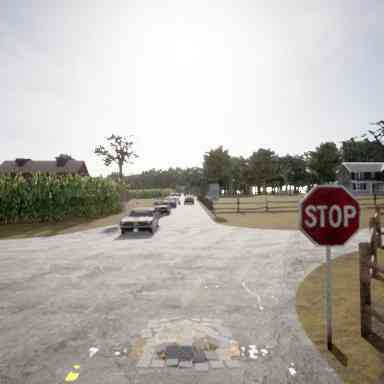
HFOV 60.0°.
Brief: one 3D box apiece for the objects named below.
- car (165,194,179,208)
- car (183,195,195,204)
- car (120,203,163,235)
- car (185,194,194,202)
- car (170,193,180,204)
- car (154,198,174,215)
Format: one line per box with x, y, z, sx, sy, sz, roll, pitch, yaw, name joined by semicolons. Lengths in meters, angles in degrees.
-3.249;1.463;47.758;1.882;1.535;5.008;0;0;0;car
-0.516;1.486;60.809;1.837;1.490;4.892;0;0;0;car
-3.070;1.679;20.213;1.895;1.301;4.718;-1;2;0;car
-0.594;1.288;71.239;1.882;1.535;5.008;0;0;0;car
-3.309;1.200;61.304;2.150;2.045;5.566;0;0;0;car
-3.159;1.593;33.828;1.895;1.301;4.718;0;0;0;car
